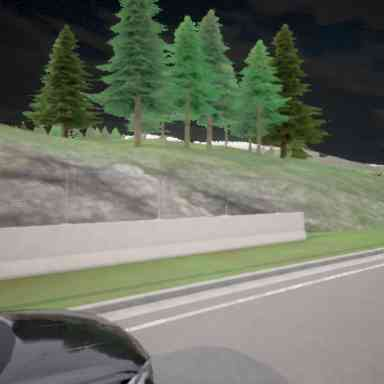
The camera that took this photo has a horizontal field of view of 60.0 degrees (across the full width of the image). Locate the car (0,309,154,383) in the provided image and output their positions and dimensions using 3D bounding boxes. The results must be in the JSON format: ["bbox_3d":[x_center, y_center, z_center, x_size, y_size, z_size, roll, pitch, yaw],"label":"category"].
[{"bbox_3d":[-2.523,1.474,1.957,4.902,1.511,2.128,0,0,-37],"label":"car"}]
